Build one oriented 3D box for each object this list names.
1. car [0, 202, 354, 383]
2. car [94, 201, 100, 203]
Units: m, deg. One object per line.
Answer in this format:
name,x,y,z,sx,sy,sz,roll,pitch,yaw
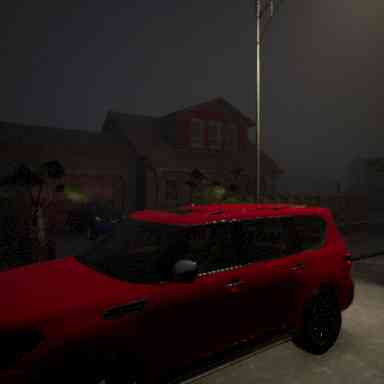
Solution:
car,-0.037,1.220,4.562,5.566,2.045,2.150,0,0,-35
car,-4.134,1.172,14.517,1.845,1.501,3.633,0,0,-38
